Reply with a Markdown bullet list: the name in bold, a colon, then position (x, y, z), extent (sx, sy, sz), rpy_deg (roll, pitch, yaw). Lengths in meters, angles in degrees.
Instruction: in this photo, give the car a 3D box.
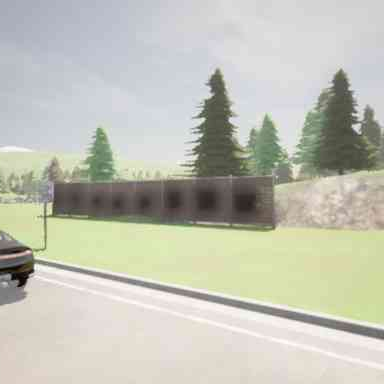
- **car**: position (-5.804, 1.566, 8.171), extent (4.902, 1.511, 2.128), rpy_deg (-1, 0, 36)
